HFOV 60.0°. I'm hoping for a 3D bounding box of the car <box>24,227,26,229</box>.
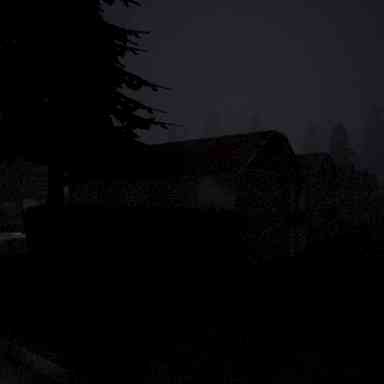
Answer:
[{"bbox_3d":[-9.459,1.864,23.774,2.097,1.767,4.553,-1,-1,36],"label":"car"}]
